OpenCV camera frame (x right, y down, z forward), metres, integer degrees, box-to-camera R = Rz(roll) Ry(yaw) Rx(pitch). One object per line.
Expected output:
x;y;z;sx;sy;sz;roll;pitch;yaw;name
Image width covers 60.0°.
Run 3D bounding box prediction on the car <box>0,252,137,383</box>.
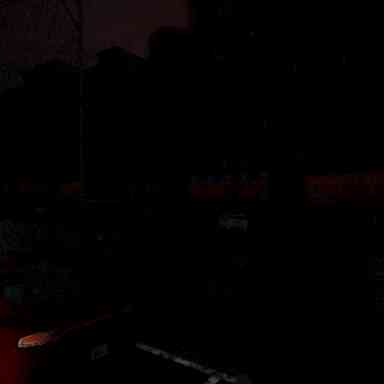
-2.796;1.553;4.817;4.507;1.381;1.887;0;-1;36;car
